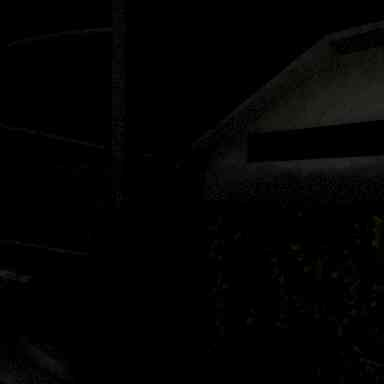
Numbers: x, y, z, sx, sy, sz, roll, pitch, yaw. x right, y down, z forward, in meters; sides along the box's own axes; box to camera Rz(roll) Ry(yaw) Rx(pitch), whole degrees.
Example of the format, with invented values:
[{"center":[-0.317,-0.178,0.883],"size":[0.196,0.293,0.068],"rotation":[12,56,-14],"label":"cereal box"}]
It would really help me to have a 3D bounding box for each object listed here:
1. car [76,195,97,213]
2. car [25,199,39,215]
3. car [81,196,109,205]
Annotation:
[{"center":[-10.444,1.313,35.134],"size":[3.866,1.878,1.905],"rotation":[0,0,35],"label":"car"},{"center":[-17.248,1.480,32.997],"size":[4.611,1.667,2.242],"rotation":[0,0,35],"label":"car"},{"center":[-16.940,1.491,57.805],"size":[4.902,1.511,2.128],"rotation":[0,0,36],"label":"car"}]
